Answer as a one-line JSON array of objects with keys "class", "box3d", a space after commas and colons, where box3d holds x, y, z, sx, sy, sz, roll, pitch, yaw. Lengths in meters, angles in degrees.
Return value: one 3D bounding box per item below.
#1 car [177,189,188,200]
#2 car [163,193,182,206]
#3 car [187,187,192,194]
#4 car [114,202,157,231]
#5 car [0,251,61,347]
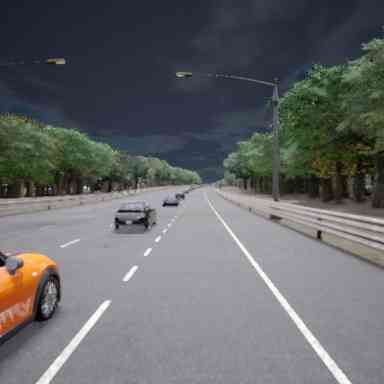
[{"class": "car", "box3d": [-2.306, 0.656, 65.476, 1.882, 1.535, 5.008, 0, 1, 1]}, {"class": "car", "box3d": [-2.710, 1.160, 44.278, 1.994, 1.385, 4.181, 0, 1, 1]}, {"class": "car", "box3d": [-1.687, -0.109, 93.626, 1.895, 1.301, 4.718, 0, 2, 2]}, {"class": "car", "box3d": [-3.183, 1.323, 19.441, 2.128, 1.511, 4.902, 0, 0, 1]}, {"class": "car", "box3d": [-3.473, 1.309, 4.268, 2.097, 1.767, 4.553, 0, 0, 1]}]
